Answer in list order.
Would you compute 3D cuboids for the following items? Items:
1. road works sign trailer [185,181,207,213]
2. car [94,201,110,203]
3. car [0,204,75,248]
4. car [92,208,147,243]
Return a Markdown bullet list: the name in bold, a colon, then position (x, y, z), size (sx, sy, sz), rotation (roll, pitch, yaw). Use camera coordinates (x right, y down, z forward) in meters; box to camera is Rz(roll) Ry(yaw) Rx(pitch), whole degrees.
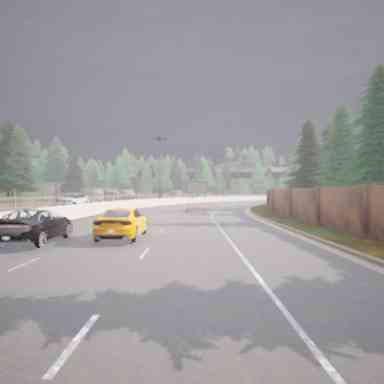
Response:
- **road works sign trailer**: position (0.574, 0.507, 38.094), size (2.380, 3.560, 2.880), rotation (0, 0, 10)
- **car**: position (-13.947, 1.662, 53.945), size (1.895, 1.301, 4.718), rotation (0, 0, 15)
- **car**: position (-6.897, 1.508, 14.772), size (2.128, 1.511, 4.902), rotation (0, 0, 0)
- **car**: position (-3.397, 1.496, 16.368), size (1.882, 1.535, 5.008), rotation (0, 0, 0)
